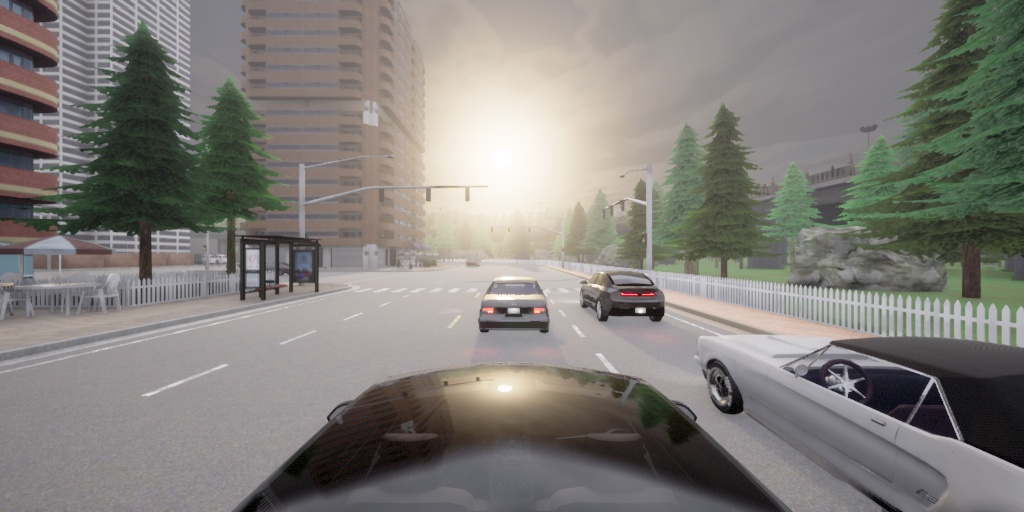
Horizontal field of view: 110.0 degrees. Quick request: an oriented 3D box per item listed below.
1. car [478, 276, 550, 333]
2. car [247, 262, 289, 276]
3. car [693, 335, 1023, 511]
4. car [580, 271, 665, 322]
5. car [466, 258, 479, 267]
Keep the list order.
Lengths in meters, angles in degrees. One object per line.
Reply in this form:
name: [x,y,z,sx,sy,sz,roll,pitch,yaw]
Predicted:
car: [0.083,1.297,10.724,2.033,1.411,5.357,0,0,1]
car: [-25.144,1.330,37.719,4.674,1.442,1.812,0,0,0]
car: [3.514,1.351,3.048,1.895,1.301,4.718,0,0,1]
car: [3.571,1.254,12.311,1.837,1.490,4.892,0,0,1]
car: [-7.106,1.099,64.905,2.097,1.767,4.553,0,0,0]
